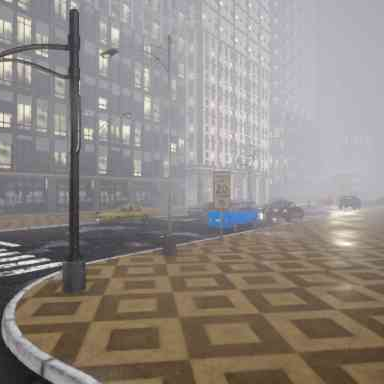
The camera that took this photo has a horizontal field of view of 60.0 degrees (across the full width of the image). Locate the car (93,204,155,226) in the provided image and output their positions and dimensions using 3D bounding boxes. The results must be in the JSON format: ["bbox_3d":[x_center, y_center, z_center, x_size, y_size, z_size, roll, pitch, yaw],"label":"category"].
[{"bbox_3d":[-4.776,1.540,23.960,1.752,1.417,4.829,0,0,38],"label":"car"}]

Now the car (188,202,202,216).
[{"bbox_3d":[1.327,1.604,31.687,1.802,1.307,4.206,0,0,38],"label":"car"}]

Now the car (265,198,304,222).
[{"bbox_3d":[7.574,1.472,26.883,1.967,1.590,4.097,0,0,38],"label":"car"}]

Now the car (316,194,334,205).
[{"bbox_3d":[25.064,1.381,62.565,2.192,1.841,5.009,0,0,38],"label":"car"}]

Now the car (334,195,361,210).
[{"bbox_3d":[21.138,1.368,44.528,2.192,1.841,5.009,0,0,38],"label":"car"}]

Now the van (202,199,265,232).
[{"bbox_3d":[2.616,1.368,20.251,1.690,1.788,3.998,0,0,38],"label":"van"}]

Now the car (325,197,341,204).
[{"bbox_3d":[28.454,1.624,66.975,2.008,1.369,4.403,0,0,38],"label":"car"}]

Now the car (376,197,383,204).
[{"bbox_3d":[38.091,1.658,66.582,1.947,1.339,4.313,0,0,38],"label":"car"}]
